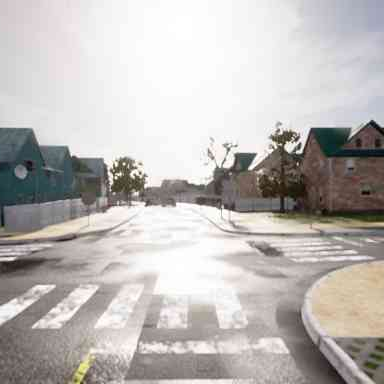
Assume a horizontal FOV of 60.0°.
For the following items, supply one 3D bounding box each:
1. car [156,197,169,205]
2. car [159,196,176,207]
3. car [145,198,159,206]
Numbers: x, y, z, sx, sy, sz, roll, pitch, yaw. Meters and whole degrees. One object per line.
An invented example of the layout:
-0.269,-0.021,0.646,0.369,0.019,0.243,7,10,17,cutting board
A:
-5.973,1.858,66.529,1.882,1.535,5.008,0,-1,-13,car
-3.994,1.618,56.603,2.097,1.767,4.553,0,-1,-10,car
-7.475,1.810,60.266,1.837,1.490,4.892,0,-1,-10,car
